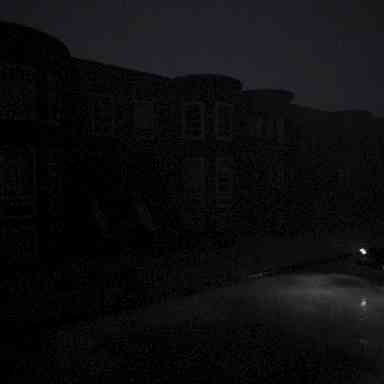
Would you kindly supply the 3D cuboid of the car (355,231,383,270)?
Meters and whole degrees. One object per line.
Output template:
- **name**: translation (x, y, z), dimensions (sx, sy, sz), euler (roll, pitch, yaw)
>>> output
- **car**: translation (6.846, 1.379, 9.391), dimensions (5.357, 1.411, 2.033), euler (-1, 1, -35)
